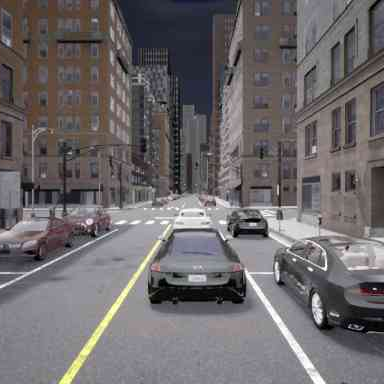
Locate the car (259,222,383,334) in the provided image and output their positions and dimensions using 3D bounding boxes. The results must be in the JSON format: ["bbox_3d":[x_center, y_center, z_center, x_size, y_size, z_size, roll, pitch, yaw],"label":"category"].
[{"bbox_3d":[2.861,1.551,6.700,2.008,1.369,4.403,0,0,0],"label":"car"}]

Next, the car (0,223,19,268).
[{"bbox_3d":[-5.664,1.566,6.708,1.947,1.339,4.313,0,0,0],"label":"car"}]

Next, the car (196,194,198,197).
[{"bbox_3d":[3.043,1.457,92.656,2.192,1.841,5.009,0,0,0],"label":"car"}]

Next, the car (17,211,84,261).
[{"bbox_3d":[-5.659,1.582,12.209,1.802,1.307,4.206,0,0,0],"label":"car"}]

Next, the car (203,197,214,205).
[{"bbox_3d":[2.956,1.571,60.372,1.752,1.417,4.829,0,0,0],"label":"car"}]

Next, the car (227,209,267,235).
[{"bbox_3d":[2.872,1.567,17.702,1.947,1.339,4.313,0,0,0],"label":"car"}]

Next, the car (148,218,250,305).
[{"bbox_3d":[0.090,1.564,8.166,1.994,1.385,4.181,0,0,0],"label":"car"}]

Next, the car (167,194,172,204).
[{"bbox_3d":[-5.554,1.607,65.630,2.008,1.369,4.403,0,0,0],"label":"car"}]

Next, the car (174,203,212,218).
[{"bbox_3d":[0.050,1.526,16.925,1.812,1.442,4.674,0,0,1],"label":"car"}]

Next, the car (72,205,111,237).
[{"bbox_3d":[-5.654,1.441,17.711,1.967,1.590,4.097,0,0,0],"label":"car"}]

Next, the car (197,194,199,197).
[{"bbox_3d":[3.029,1.561,87.246,1.967,1.590,4.097,0,0,0],"label":"car"}]

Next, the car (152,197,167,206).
[{"bbox_3d":[-5.584,1.618,54.814,1.802,1.307,4.206,0,0,0],"label":"car"}]

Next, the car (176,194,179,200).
[{"bbox_3d":[-5.481,1.457,92.674,2.192,1.841,5.009,0,0,0],"label":"car"}]

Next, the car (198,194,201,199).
[{"bbox_3d":[2.999,1.524,76.428,1.967,1.590,4.097,0,0,0],"label":"car"}]

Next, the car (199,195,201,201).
[{"bbox_3d":[2.971,1.607,65.610,2.008,1.369,4.403,0,0,0],"label":"car"}]

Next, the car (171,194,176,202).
[{"bbox_3d":[-5.510,1.626,81.686,1.752,1.417,4.829,0,0,0],"label":"car"}]

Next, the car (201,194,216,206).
[{"bbox_3d":[2.940,1.476,54.793,1.967,1.590,4.097,0,0,0],"label":"car"}]
